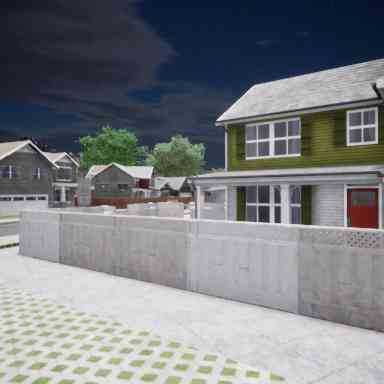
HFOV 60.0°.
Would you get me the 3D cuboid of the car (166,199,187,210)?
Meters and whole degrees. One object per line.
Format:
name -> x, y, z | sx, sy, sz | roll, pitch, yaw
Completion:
car -> -2.107, 1.675, 42.079 | 1.812, 1.442, 4.674 | 0, 0, 20
